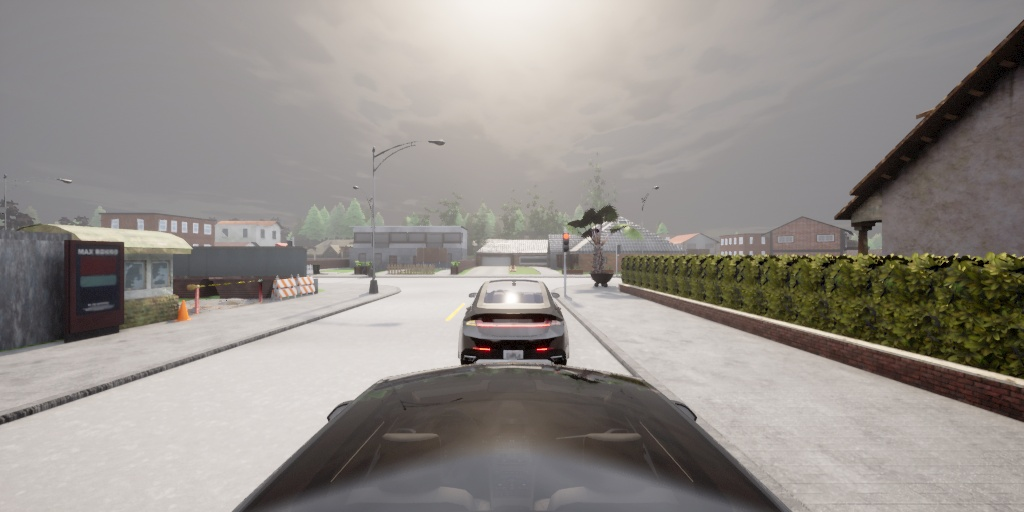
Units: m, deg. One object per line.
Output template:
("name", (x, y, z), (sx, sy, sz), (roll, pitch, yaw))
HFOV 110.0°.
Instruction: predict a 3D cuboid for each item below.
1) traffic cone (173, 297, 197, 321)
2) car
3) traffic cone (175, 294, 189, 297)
("traffic cone", (-9.670, 1.598, 10.546), (0.344, 0.586, 0.344), (0, 0, 0))
("car", (0.043, 1.242, 7.718), (2.128, 1.511, 4.902), (0, 0, 1))
("traffic cone", (-10.390, 1.568, 11.066), (0.344, 0.586, 0.344), (0, 0, 0))
